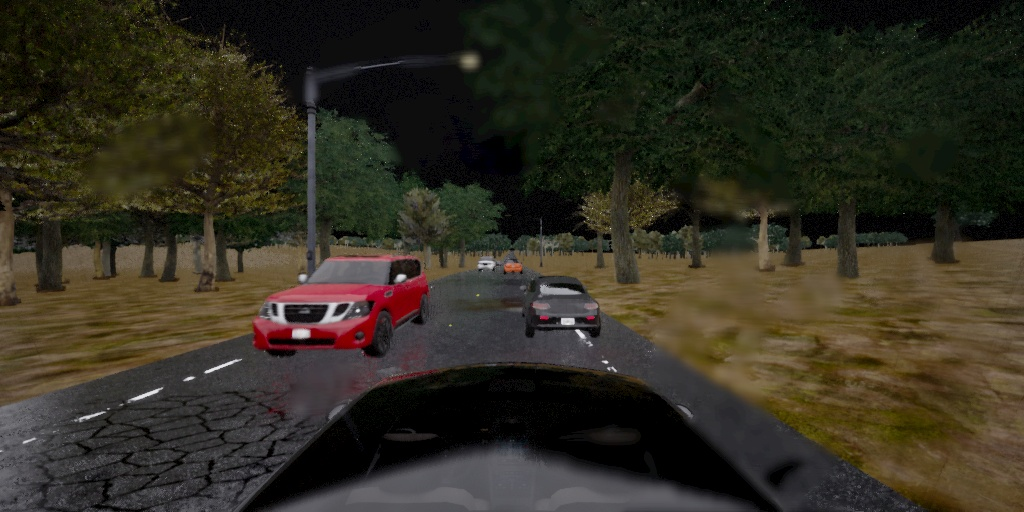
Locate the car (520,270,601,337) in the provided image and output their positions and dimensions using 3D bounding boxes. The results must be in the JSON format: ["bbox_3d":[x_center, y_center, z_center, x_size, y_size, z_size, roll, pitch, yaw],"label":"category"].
[{"bbox_3d":[1.236,1.280,10.212,1.812,1.442,4.674,0,0,0],"label":"car"}]

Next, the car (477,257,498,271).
[{"bbox_3d":[-3.537,1.082,50.082,2.150,2.045,5.566,0,-1,0],"label":"car"}]

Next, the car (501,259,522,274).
[{"bbox_3d":[0.137,1.141,42.011,2.097,1.767,4.553,0,0,0],"label":"car"}]

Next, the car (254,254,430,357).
[{"bbox_3d":[-3.590,0.974,8.874,2.150,2.045,5.566,0,0,0],"label":"car"}]
